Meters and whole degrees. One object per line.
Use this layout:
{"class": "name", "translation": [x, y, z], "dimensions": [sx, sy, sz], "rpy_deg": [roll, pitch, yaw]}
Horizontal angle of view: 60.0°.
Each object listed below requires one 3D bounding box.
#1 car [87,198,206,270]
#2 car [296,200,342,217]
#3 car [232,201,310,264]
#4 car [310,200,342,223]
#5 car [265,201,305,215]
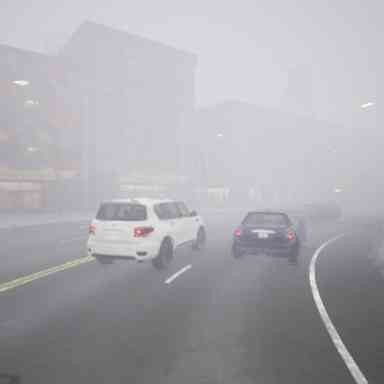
{"class": "car", "translation": [-1.223, 1.214, 11.368], "dimensions": [2.150, 2.045, 5.566], "rpy_deg": [0, 0, 19]}
{"class": "car", "translation": [12.890, 1.587, 33.579], "dimensions": [5.008, 1.535, 1.882], "rpy_deg": [1, 0, -35]}
{"class": "car", "translation": [3.025, 1.379, 12.325], "dimensions": [2.097, 1.767, 4.553], "rpy_deg": [1, 0, 22]}
{"class": "car", "translation": [9.868, 1.631, 26.729], "dimensions": [5.357, 1.411, 2.033], "rpy_deg": [0, 0, -38]}
{"class": "car", "translation": [10.038, 1.651, 35.820], "dimensions": [4.181, 1.385, 1.994], "rpy_deg": [0, 0, -36]}
